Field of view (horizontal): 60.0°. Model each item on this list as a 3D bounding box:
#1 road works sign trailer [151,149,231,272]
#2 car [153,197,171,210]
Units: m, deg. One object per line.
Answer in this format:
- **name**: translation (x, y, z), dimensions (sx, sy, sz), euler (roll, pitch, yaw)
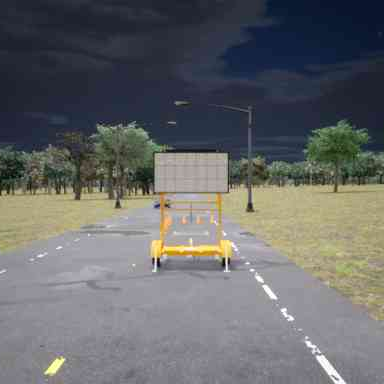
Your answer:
- **road works sign trailer**: translation (-0.027, 0.445, 10.685), dimensions (2.380, 3.560, 2.880), euler (0, 0, 0)
- **car**: translation (-3.607, 1.369, 40.995), dimensions (2.033, 1.411, 5.357), euler (0, 0, 0)
